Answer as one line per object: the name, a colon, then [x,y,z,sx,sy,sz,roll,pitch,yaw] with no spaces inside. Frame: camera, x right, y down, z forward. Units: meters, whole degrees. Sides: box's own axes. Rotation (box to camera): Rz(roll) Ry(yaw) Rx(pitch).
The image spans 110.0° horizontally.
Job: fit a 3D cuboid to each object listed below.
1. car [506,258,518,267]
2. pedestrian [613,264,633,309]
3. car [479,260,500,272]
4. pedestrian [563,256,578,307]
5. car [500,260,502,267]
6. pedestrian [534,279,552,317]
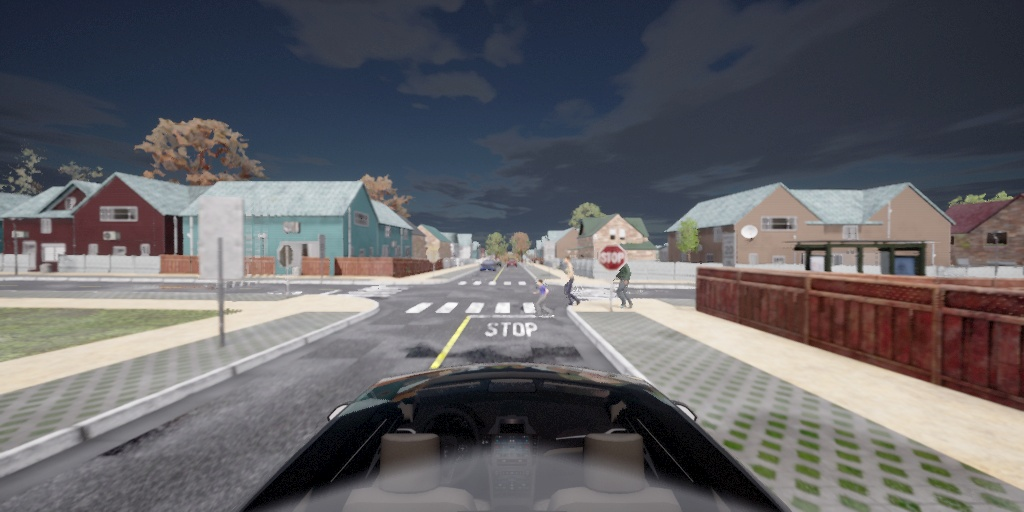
car: [-0.004,1.238,62.824,1.812,1.442,4.674,0,0,0]
pedestrian: [3.714,0.851,12.015,0.375,1.860,0.375,-1,1,0]
car: [-2.832,1.206,43.338,2.033,1.411,5.357,0,0,0]
pedestrian: [2.009,0.842,12.615,0.375,1.860,0.375,-1,1,0]
car: [-2.755,1.317,63.623,1.895,1.301,4.718,0,0,0]
pedestrian: [0.994,1.282,11.422,0.375,1.300,0.375,-1,1,0]
